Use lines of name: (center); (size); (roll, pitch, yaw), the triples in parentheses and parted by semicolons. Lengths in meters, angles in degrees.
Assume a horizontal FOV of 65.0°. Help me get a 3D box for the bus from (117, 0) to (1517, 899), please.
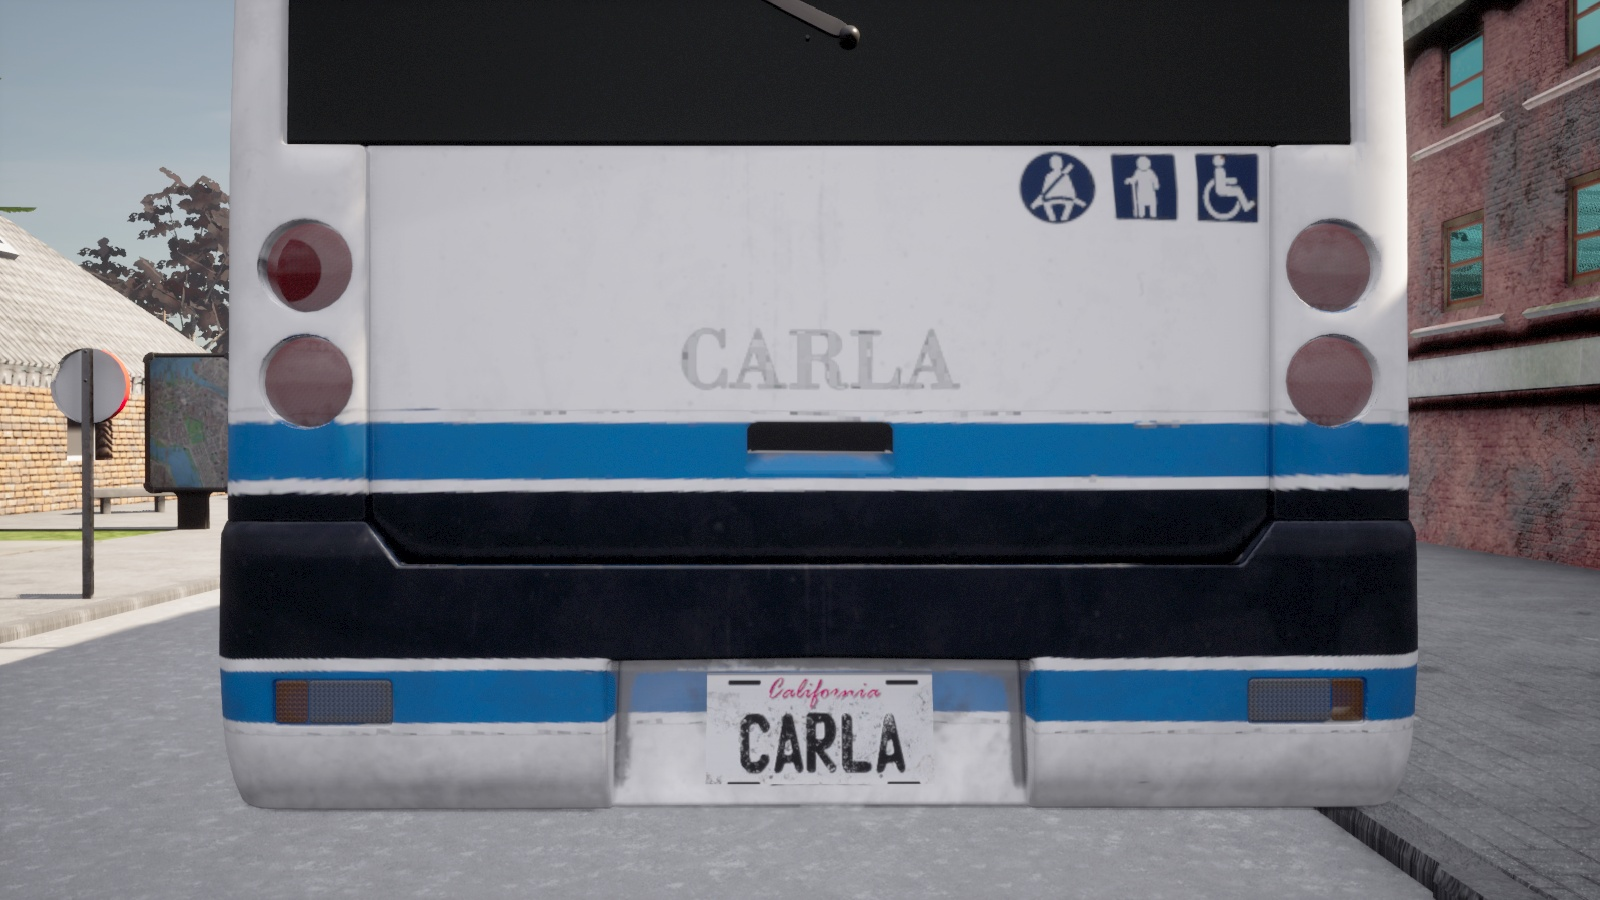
bus: (0.025, -0.679, 8.677); (3.944, 4.253, 10.273); (0, 0, 0)
